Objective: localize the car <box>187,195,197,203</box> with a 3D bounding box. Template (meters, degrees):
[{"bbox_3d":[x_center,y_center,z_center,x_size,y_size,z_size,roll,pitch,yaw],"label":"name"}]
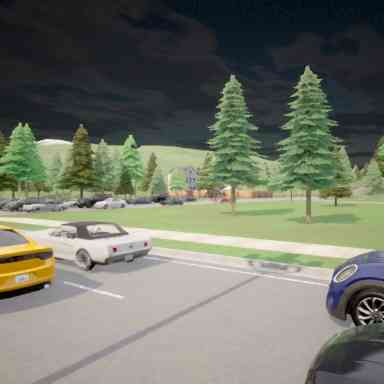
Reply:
[{"bbox_3d":[-0.954,1.484,69.460,2.128,1.511,4.902,0,0,36],"label":"car"}]

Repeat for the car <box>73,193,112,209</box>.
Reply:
[{"bbox_3d":[-13.507,1.221,46.516,2.150,2.045,5.566,0,0,36],"label":"car"}]

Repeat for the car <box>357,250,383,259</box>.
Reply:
[{"bbox_3d":[4.520,1.352,5.052,4.553,1.767,2.097,0,0,36],"label":"car"}]

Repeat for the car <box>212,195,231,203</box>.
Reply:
[{"bbox_3d":[5.918,1.415,67.001,2.097,1.767,4.553,0,0,36],"label":"car"}]

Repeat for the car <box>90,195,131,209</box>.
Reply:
[{"bbox_3d":[-10.791,1.526,44.290,1.812,1.442,4.674,0,0,36],"label":"car"}]

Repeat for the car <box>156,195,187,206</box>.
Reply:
[{"bbox_3d":[-3.351,1.564,54.468,1.994,1.385,4.181,0,0,36],"label":"car"}]

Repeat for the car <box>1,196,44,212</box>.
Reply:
[{"bbox_3d":[-19.152,1.352,38.784,2.097,1.767,4.553,0,0,36],"label":"car"}]

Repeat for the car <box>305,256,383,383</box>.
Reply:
[{"bbox_3d":[3.122,1.505,1.747,4.892,1.490,1.837,0,0,35],"label":"car"}]

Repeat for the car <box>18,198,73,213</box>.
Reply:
[{"bbox_3d":[-16.175,1.601,36.924,1.895,1.301,4.718,0,0,36],"label":"car"}]

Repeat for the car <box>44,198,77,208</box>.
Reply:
[{"bbox_3d":[-19.697,1.564,49.906,1.994,1.385,4.181,0,0,36],"label":"car"}]

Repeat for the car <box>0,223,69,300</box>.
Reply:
[{"bbox_3d":[-5.235,1.478,7.716,5.008,1.535,1.882,0,0,35],"label":"car"}]

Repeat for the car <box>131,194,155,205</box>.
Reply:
[{"bbox_3d":[-9.405,1.547,58.052,2.033,1.411,5.357,0,0,36],"label":"car"}]

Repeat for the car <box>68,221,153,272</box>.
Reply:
[{"bbox_3d":[-3.622,1.601,10.867,4.718,1.301,1.895,0,0,35],"label":"car"}]

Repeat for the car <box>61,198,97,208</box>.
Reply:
[{"bbox_3d":[-16.370,1.601,48.528,1.895,1.301,4.718,0,0,36],"label":"car"}]

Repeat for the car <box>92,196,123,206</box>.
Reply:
[{"bbox_3d":[-14.436,1.492,57.093,2.128,1.511,4.902,0,0,36],"label":"car"}]

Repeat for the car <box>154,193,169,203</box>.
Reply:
[{"bbox_3d":[-6.795,1.219,67.443,2.150,2.045,5.566,0,0,36],"label":"car"}]
